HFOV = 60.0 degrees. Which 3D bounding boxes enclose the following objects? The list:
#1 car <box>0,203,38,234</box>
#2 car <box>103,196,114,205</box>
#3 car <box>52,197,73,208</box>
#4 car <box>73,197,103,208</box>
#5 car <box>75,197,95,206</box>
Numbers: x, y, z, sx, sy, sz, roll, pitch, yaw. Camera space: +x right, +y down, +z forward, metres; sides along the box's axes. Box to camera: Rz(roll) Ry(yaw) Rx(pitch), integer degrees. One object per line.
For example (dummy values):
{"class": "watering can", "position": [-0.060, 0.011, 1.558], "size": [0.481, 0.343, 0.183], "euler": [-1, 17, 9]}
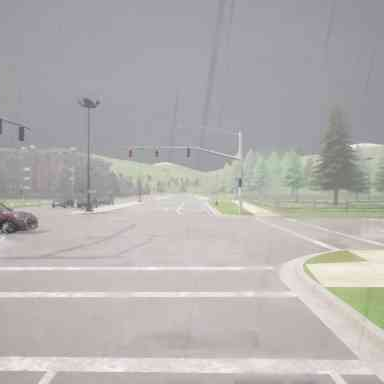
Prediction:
{"class": "car", "position": [-11.068, 1.352, 18.493], "size": [4.553, 1.767, 2.097], "euler": [0, 0, -1]}
{"class": "car", "position": [-14.920, 1.505, 58.203], "size": [1.837, 1.490, 4.892], "euler": [0, 0, 0]}
{"class": "car", "position": [-18.438, 1.491, 47.741], "size": [2.128, 1.511, 4.902], "euler": [0, 0, 0]}
{"class": "car", "position": [-14.934, 1.547, 48.121], "size": [2.033, 1.411, 5.357], "euler": [0, 0, 0]}
{"class": "car", "position": [-18.421, 1.564, 57.494], "size": [1.994, 1.385, 4.181], "euler": [0, 0, 0]}
